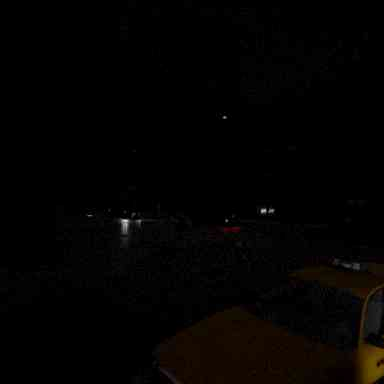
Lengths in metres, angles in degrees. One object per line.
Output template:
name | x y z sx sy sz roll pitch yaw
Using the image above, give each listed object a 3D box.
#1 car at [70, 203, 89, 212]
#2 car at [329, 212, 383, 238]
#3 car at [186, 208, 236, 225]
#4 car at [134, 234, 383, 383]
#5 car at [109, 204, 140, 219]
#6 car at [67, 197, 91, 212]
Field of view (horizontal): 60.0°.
car | -19.392 2.693 57.202 1.994 1.385 4.181 2 -2 -36
car | 8.140 1.602 13.689 1.837 1.490 4.892 2 -2 -36
car | 1.452 2.018 28.092 1.895 1.301 4.718 2 -2 -36
car | 1.719 1.537 4.014 4.829 1.417 1.752 0 1 -35
car | -7.237 2.049 35.178 1.837 1.490 4.892 2 -2 -35
car | -16.397 1.762 48.156 2.150 2.045 5.566 2 -2 -36
